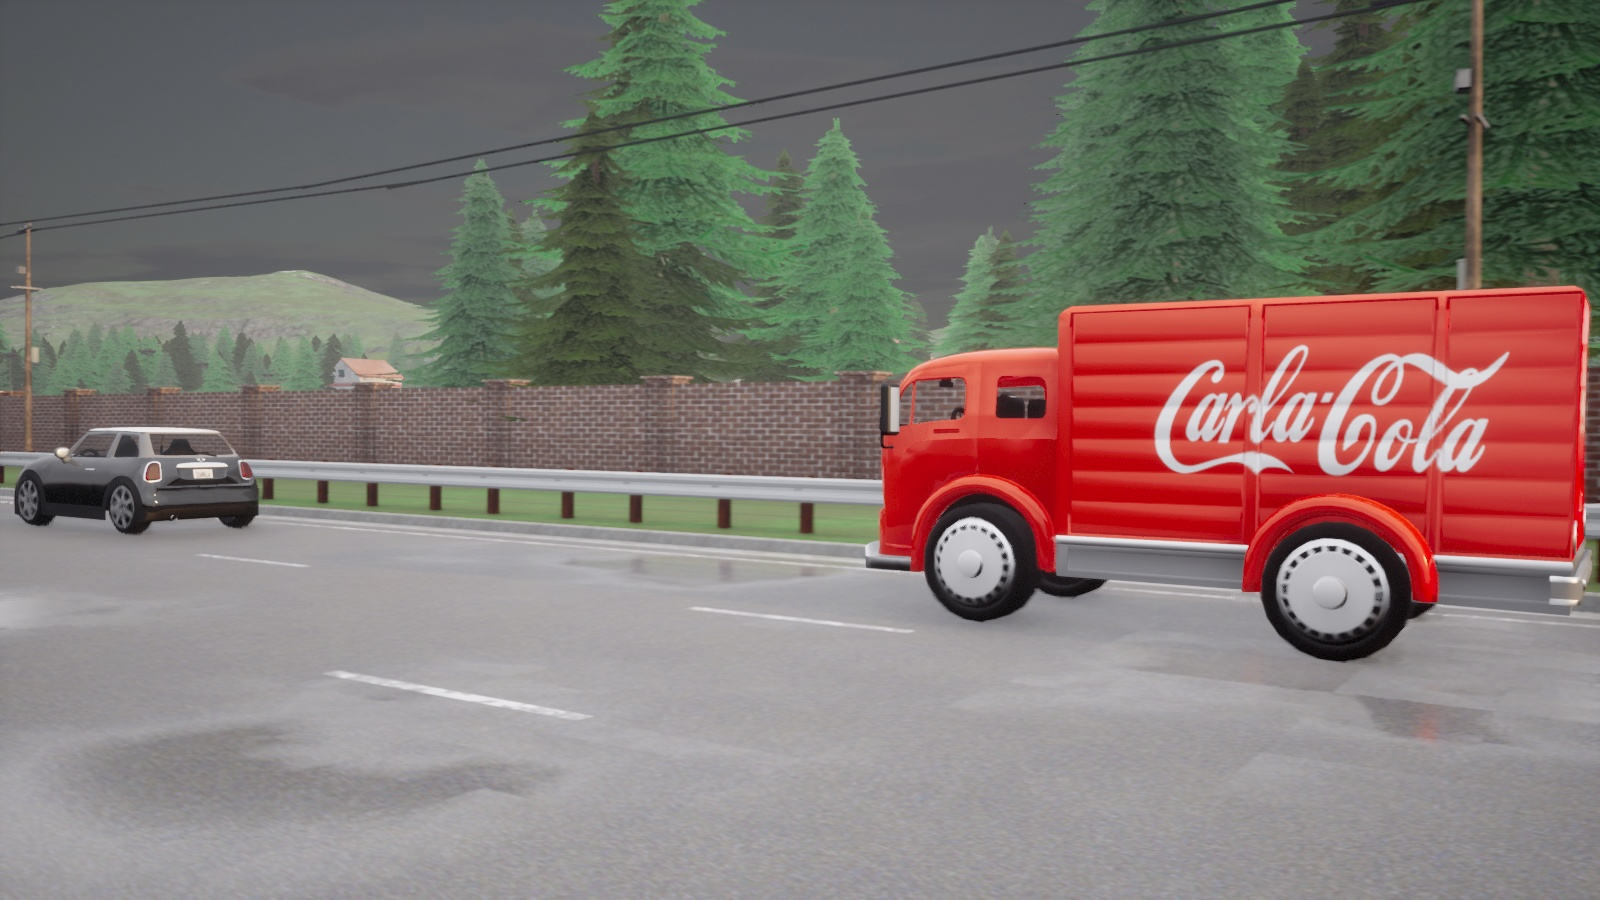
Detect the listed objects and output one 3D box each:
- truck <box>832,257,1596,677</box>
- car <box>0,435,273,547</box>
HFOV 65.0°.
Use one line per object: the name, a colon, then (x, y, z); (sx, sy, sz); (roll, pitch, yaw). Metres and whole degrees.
truck: (3.169, 0.081, 9.912); (5.204, 2.467, 2.627); (0, 1, 34)
car: (-9.839, 0.533, 18.562); (3.806, 1.475, 1.970); (0, 1, 34)
